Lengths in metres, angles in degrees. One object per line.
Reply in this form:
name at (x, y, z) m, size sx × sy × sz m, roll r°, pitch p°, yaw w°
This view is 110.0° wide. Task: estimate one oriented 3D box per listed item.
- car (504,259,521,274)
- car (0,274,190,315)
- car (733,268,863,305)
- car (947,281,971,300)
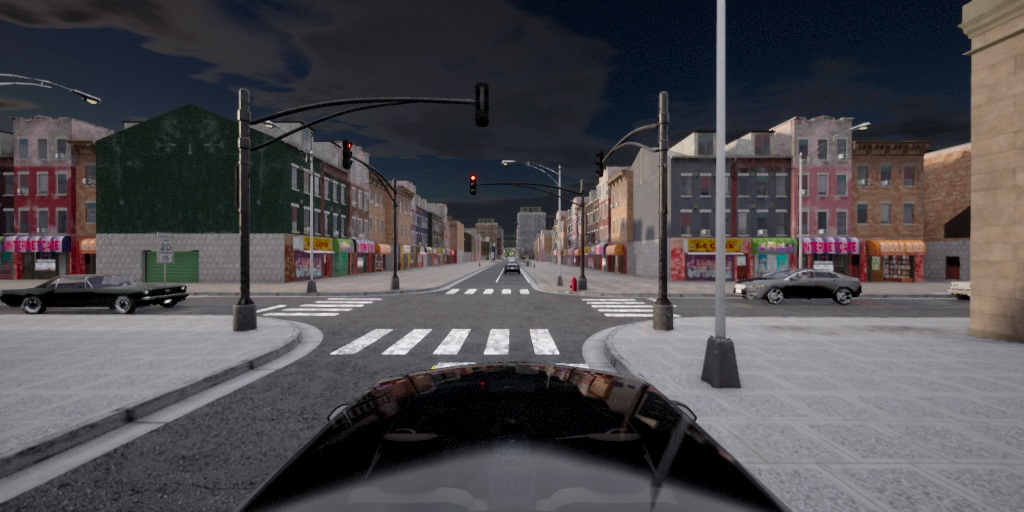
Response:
car at (0.022, 1.323, 40.639) m, size 1.948 × 1.339 × 4.313 m, roll 0°, pitch 0°, yaw 0°
car at (-14.635, 1.316, 12.851) m, size 4.718 × 1.301 × 1.895 m, roll 0°, pitch 0°, yaw -3°
car at (12.449, 1.281, 15.818) m, size 4.902 × 1.511 × 2.128 m, roll 0°, pitch 0°, yaw 0°
car at (22.496, 1.422, 15.824) m, size 4.718 × 1.301 × 1.895 m, roll 0°, pitch 0°, yaw 0°
